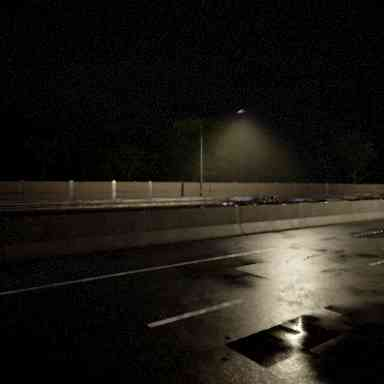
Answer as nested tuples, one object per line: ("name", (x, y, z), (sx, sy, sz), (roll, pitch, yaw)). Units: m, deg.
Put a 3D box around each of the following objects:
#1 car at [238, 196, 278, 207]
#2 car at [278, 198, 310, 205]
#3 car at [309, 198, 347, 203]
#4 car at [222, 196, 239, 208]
("car", (7.602, 1.230, 35.240), (4.892, 1.490, 1.837), (-1, 0, -36))
("car", (11.063, 1.272, 33.414), (4.181, 1.385, 1.994), (-1, 0, -36))
("car", (13.143, 1.272, 30.599), (4.181, 1.385, 1.994), (-1, 0, -36))
("car", (5.553, 1.217, 38.077), (4.902, 1.511, 2.128), (-1, 0, -36))
